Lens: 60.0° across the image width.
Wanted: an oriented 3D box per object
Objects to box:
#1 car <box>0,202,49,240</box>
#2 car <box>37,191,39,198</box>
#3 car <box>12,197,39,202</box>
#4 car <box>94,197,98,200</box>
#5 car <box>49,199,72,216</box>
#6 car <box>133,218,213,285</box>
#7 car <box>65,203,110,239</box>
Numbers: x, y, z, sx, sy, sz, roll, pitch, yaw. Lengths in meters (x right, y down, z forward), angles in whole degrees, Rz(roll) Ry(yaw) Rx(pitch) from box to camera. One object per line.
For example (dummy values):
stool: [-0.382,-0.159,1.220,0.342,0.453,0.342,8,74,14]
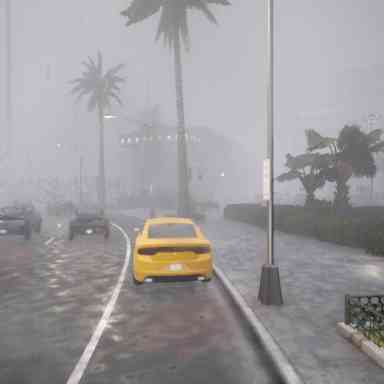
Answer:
car: [-8.771,1.486,16.606,2.128,1.511,4.902,0,0,-17]
car: [-33.931,1.226,68.961,4.553,1.767,2.185,0,0,24]
car: [-15.710,1.494,30.478,1.837,1.490,4.892,0,0,-37]
car: [-26.644,1.554,85.529,4.718,1.301,1.895,0,0,24]
car: [-12.815,1.497,32.443,1.837,1.490,4.892,0,0,-37]
car: [-0.674,1.477,9.661,1.882,1.535,5.008,0,0,-7]
car: [-5.371,1.503,17.436,1.837,1.490,4.892,0,1,-17]
